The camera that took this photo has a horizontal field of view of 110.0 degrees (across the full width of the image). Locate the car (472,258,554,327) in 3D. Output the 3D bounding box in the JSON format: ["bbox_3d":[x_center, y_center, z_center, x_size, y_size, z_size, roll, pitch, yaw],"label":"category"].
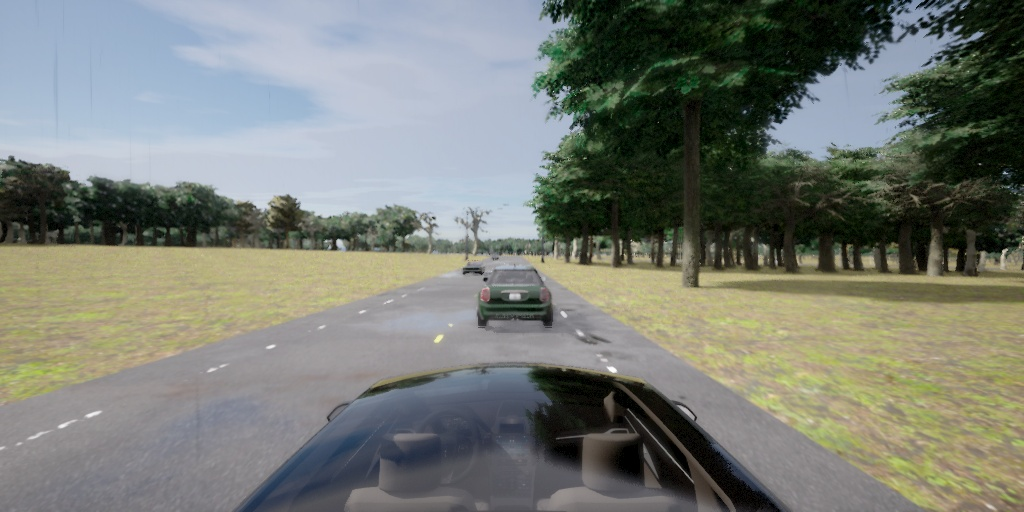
[{"bbox_3d":[0.085,1.073,11.552,2.097,1.767,4.553,0,0,0],"label":"car"}]

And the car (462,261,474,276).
[{"bbox_3d":[-3.606,1.174,34.435,1.895,1.301,4.718,0,1,0],"label":"car"}]
